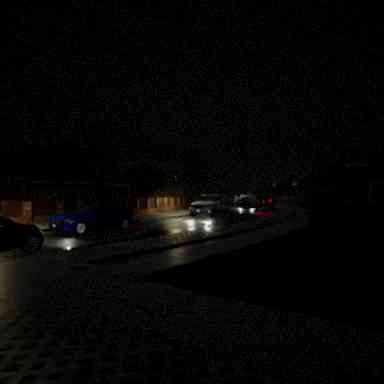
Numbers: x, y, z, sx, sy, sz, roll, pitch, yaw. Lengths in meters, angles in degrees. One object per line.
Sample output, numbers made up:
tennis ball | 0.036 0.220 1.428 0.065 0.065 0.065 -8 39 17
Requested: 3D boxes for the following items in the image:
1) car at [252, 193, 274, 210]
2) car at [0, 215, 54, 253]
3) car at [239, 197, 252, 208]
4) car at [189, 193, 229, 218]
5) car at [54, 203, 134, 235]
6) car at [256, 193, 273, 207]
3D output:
car | 9.461 1.234 43.275 2.150 2.045 5.566 0 0 15
car | -6.896 1.423 10.609 1.837 1.490 4.892 -3 0 13
car | 8.041 1.476 49.015 1.882 1.535 5.008 0 0 11
car | 1.714 1.183 30.623 2.150 2.045 5.566 1 1 25
car | -5.432 1.398 18.528 1.882 1.535 5.008 1 0 34
car | 11.600 1.230 53.636 2.150 2.045 5.566 0 0 8
